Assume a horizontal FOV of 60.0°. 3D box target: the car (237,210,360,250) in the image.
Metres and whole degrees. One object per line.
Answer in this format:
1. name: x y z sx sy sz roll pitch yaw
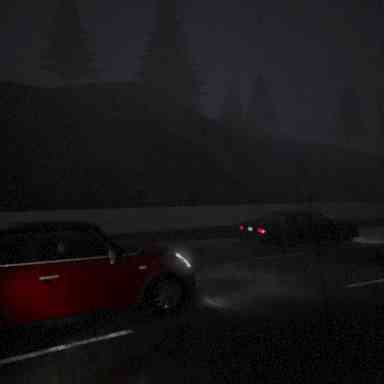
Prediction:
1. car: 4.490 1.468 13.880 5.357 1.411 2.033 0 0 -26

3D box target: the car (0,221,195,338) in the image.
1. car: -2.168 1.305 6.005 4.553 1.767 2.097 0 0 -33
